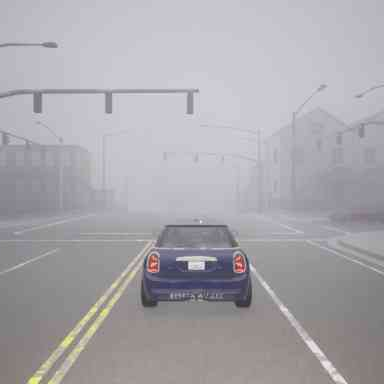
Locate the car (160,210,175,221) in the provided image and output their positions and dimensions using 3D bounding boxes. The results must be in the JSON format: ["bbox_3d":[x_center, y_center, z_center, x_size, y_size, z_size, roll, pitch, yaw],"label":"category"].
[{"bbox_3d":[-3.573,3.511,49.004,1.895,1.301,4.718,0,-8,-1],"label":"car"}]

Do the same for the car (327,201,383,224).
[{"bbox_3d":[12.028,1.564,24.074,4.181,1.385,1.994,0,0,1],"label":"car"}]

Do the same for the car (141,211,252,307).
[{"bbox_3d":[0.095,1.352,8.141,2.097,1.767,4.553,0,0,0],"label":"car"}]
